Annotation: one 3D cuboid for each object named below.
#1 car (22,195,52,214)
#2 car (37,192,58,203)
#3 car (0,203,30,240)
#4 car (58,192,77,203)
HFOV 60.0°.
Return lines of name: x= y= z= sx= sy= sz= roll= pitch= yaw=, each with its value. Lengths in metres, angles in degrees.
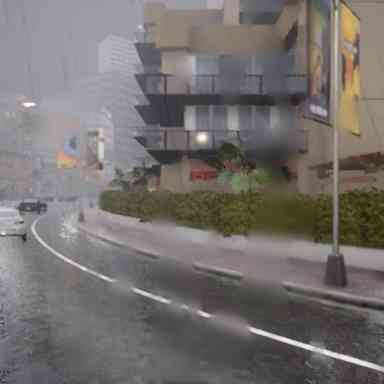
car: x=-15.907 y=1.394 z=33.558 sx=1.882 sy=1.535 sz=5.008 roll=0 pitch=0 yaw=-13
car: x=-28.282 y=1.071 z=63.511 sx=2.150 sy=2.045 sz=5.566 roll=0 pitch=0 yaw=0
car: x=-9.093 y=1.480 z=16.038 sx=1.812 sy=1.442 sz=4.674 roll=0 pitch=0 yaw=-30
car: x=-24.761 y=1.061 z=66.123 sx=2.150 sy=2.045 sz=5.566 roll=0 pitch=0 yaw=0
